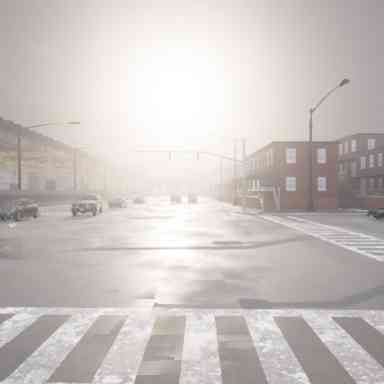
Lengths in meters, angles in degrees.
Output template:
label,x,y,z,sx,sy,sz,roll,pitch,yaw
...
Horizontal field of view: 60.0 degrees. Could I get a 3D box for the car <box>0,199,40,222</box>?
label,x,y,z,sx,sy,sz,roll,pitch,yaw
car,-14.077,1.352,26.558,2.097,1.767,4.553,0,0,0

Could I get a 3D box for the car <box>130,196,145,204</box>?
label,x,y,z,sx,sy,sz,roll,pitch,yaw
car,-10.466,1.601,65.627,1.895,1.301,4.718,0,0,1

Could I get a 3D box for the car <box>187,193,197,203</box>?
label,x,y,z,sx,sy,sz,roll,pitch,yaw
car,0.162,1.548,69.657,2.033,1.411,5.357,0,0,0

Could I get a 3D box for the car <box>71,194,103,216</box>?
label,x,y,z,sx,sy,sz,roll,pitch,yaw
car,-10.109,1.224,32.357,2.150,2.045,5.566,0,0,-6

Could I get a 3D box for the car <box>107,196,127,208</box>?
label,x,y,z,sx,sy,sz,roll,pitch,yaw
car,-10.556,1.501,47.325,1.837,1.490,4.892,0,1,-1

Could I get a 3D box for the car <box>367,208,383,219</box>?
label,x,y,z,sx,sy,sz,roll,pitch,yaw
car,17.059,1.547,26.669,5.357,1.411,2.033,0,0,0

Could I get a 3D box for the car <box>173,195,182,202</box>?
label,x,y,z,sx,sy,sz,roll,pitch,yaw
car,-3.427,1.478,80.513,1.882,1.535,5.008,0,0,0

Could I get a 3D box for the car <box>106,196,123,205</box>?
label,x,y,z,sx,sy,sz,roll,pitch,yaw
car,-14.011,1.477,60.444,1.882,1.535,5.008,0,0,0

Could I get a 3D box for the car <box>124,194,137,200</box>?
label,x,y,z,sx,sy,sz,roll,pitch,yaw
car,-13.932,1.155,76.039,2.033,1.411,5.357,0,0,0

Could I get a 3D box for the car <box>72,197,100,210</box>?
label,x,y,z,sx,sy,sz,roll,pitch,yaw
car,-14.058,1.491,44.380,2.128,1.511,4.902,0,0,0

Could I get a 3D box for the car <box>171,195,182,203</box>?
label,x,y,z,sx,sy,sz,roll,pitch,yaw
car,-3.369,1.353,70.227,2.097,1.767,4.553,0,0,0

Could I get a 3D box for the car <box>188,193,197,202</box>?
label,x,y,z,sx,sy,sz,roll,pitch,yaw
car,0.072,1.225,80.290,2.150,2.045,5.566,0,0,0
